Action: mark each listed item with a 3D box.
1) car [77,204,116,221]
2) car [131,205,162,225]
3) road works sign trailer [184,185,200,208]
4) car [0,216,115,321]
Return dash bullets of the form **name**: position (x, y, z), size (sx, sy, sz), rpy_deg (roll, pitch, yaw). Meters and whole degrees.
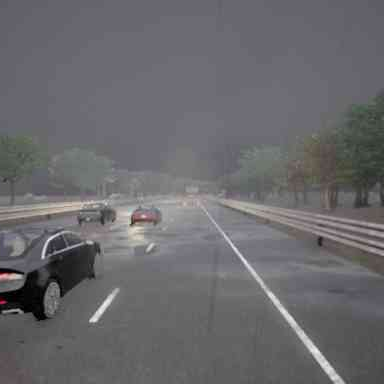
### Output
- **car**: position (-6.898, 1.615, 24.468), size (2.128, 1.511, 4.902), rpy_deg (0, 0, 0)
- **car**: position (-3.395, 1.692, 25.357), size (1.994, 1.385, 4.181), rpy_deg (0, 0, 0)
- **road works sign trailer**: position (0.008, 0.724, 53.189), size (2.380, 3.560, 2.880), rpy_deg (0, 0, 0)
- **car**: position (-3.399, 1.531, 7.352), size (2.128, 1.511, 4.902), rpy_deg (0, 0, 0)
